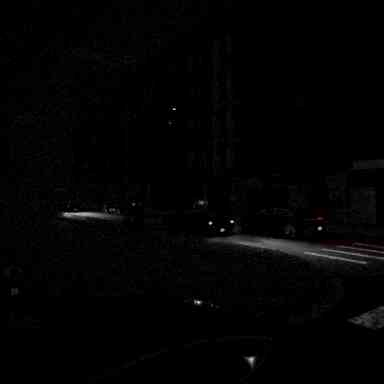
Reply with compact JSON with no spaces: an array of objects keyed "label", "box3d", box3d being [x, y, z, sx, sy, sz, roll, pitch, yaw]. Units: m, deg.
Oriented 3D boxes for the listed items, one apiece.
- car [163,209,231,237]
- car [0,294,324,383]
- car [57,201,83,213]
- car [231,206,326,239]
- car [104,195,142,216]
[{"label":"car","box3d":[0.277,1.637,18.800,1.895,1.301,4.718,0,0,-35]},{"label":"car","box3d":[-0.896,1.566,2.173,4.313,1.339,1.947,0,0,-35]},{"label":"car","box3d":[-14.592,1.710,39.747,1.895,1.301,4.718,0,0,-35]},{"label":"car","box3d":[4.656,1.510,17.738,2.128,1.511,4.902,0,0,-35]},{"label":"car","box3d":[-7.198,1.297,34.387,2.150,2.045,5.566,0,0,-35]}]
